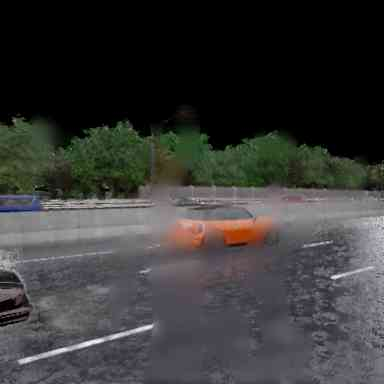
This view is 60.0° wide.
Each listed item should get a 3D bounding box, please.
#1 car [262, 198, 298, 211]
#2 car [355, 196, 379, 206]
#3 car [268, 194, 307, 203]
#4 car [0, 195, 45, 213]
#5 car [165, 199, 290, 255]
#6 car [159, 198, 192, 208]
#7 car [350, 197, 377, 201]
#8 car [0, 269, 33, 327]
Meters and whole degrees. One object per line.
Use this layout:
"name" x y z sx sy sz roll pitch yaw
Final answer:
"car" 11.107 1.524 42.038 4.674 1.442 1.812 0 0 -35
"car" 32.285 1.669 61.373 4.553 1.767 2.097 1 -1 -36
"car" 8.675 1.189 31.706 5.566 2.045 2.150 0 0 -36
"car" -12.272 1.226 21.034 5.566 2.045 2.150 0 0 -36
"car" 1.512 1.336 13.433 4.553 1.767 2.097 0 0 -36
"car" -1.360 1.472 37.439 4.892 1.490 1.837 0 0 -36
"car" 23.199 1.585 46.357 4.902 1.511 2.128 1 -1 -35
"car" -5.147 1.553 4.368 5.357 1.411 2.033 0 0 -36
